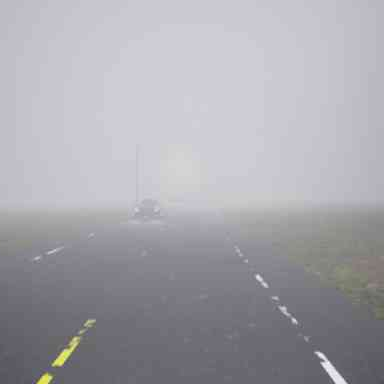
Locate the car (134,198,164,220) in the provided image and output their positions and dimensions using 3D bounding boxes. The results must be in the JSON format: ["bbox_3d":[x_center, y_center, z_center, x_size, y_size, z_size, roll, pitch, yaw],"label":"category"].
[{"bbox_3d":[-3.599,1.349,28.404,2.097,1.767,4.553,0,0,0],"label":"car"}]

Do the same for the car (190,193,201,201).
[{"bbox_3d":[1.211,1.254,86.893,2.150,2.045,5.566,0,0,0],"label":"car"}]

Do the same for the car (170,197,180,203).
[{"bbox_3d":[-3.511,1.584,68.786,1.895,1.301,4.718,0,0,0],"label":"car"}]
